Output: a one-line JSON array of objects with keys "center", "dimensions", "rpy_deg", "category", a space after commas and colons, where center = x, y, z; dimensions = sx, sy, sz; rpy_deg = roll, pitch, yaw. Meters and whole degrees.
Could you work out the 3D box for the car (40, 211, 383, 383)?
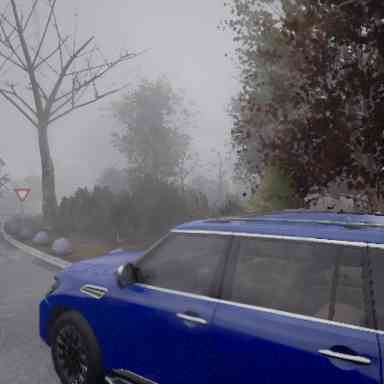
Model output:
[{"center": [0.705, 1.224, 3.444], "dimensions": [5.566, 2.045, 2.150], "rpy_deg": [0, 0, 37], "category": "car"}]
